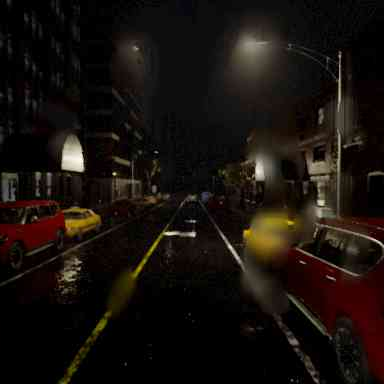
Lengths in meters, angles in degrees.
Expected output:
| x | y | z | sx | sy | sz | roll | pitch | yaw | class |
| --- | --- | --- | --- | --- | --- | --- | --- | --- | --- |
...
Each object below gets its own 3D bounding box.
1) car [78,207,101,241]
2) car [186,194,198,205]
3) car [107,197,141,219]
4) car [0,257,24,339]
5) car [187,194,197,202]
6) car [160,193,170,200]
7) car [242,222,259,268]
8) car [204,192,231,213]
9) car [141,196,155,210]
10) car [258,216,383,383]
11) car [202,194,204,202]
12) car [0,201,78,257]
| x | y | z | sx | sy | sz | roll | pitch | yaw | class |
| --- | --- | --- | --- | --- | --- | --- | --- | --- | --- |
| -5.706 | 1.412 | 15.999 | 1.752 | 1.417 | 4.829 | -1 | 0 | 0 | car |
| -0.012 | 1.191 | 50.616 | 2.033 | 1.411 | 5.357 | 0 | 0 | 0 | car |
| -5.709 | 1.353 | 27.238 | 1.887 | 1.381 | 4.507 | -1 | 0 | 0 | car |
| -3.079 | 1.537 | 1.339 | 2.033 | 1.411 | 5.357 | 0 | 0 | 1 | car |
| -0.015 | 1.076 | 60.902 | 1.837 | 1.490 | 4.892 | 0 | 0 | 0 | car |
| -5.721 | 0.937 | 71.516 | 1.967 | 1.590 | 4.097 | -1 | 0 | 0 | car |
| 2.676 | 1.449 | 10.796 | 1.752 | 1.417 | 4.829 | -1 | 0 | 0 | car |
| 2.667 | 1.084 | 32.763 | 2.192 | 1.841 | 5.009 | -1 | 0 | 0 | car |
| -5.712 | 1.257 | 38.138 | 1.752 | 1.417 | 4.829 | -1 | 0 | 0 | car |
| 2.673 | 1.278 | 5.090 | 2.192 | 1.841 | 5.009 | -1 | 0 | 0 | car |
| 2.668 | 1.257 | 43.832 | 1.947 | 1.339 | 4.313 | -1 | 0 | 0 | car |
| -5.708 | 1.240 | 10.632 | 2.192 | 1.841 | 5.009 | -1 | 0 | 0 | car |
